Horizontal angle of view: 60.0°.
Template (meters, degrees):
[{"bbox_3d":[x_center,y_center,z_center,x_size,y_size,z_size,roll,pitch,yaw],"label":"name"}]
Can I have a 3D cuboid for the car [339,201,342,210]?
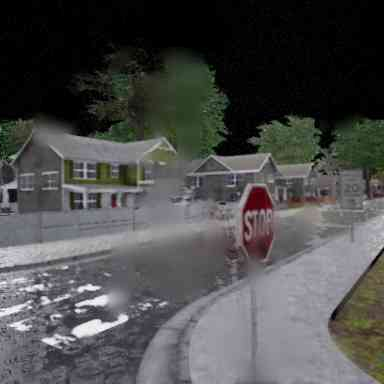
[{"bbox_3d":[20.150,1.503,42.534,1.837,1.490,4.892,-1,0,35],"label":"car"}]
